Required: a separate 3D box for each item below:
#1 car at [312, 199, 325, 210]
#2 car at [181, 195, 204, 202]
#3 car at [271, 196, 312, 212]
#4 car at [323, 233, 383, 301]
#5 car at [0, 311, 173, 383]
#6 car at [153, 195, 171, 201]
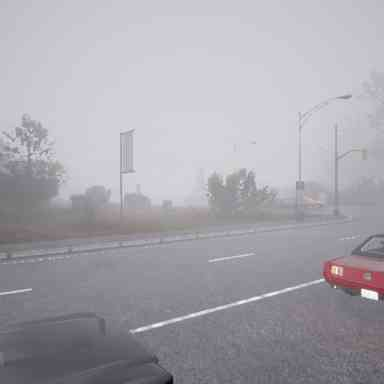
[{"bbox_3d":[12.766,1.252,38.413,1.882,1.535,5.008,-1,0,-39],"label":"car"},{"bbox_3d":[0.018,1.276,65.724,2.033,1.411,5.357,-1,0,-38],"label":"car"},{"bbox_3d":[10.141,1.404,36.090,1.895,1.301,4.718,-1,0,-39],"label":"car"},{"bbox_3d":[5.054,1.570,7.366,4.718,1.301,1.895,0,0,-36],"label":"car"},{"bbox_3d":[-2.394,1.601,2.028,4.718,1.301,1.895,0,0,-36],"label":"car"},{"bbox_3d":[-6.714,1.330,73.992,1.895,1.301,4.718,-1,0,-38],"label":"car"}]
